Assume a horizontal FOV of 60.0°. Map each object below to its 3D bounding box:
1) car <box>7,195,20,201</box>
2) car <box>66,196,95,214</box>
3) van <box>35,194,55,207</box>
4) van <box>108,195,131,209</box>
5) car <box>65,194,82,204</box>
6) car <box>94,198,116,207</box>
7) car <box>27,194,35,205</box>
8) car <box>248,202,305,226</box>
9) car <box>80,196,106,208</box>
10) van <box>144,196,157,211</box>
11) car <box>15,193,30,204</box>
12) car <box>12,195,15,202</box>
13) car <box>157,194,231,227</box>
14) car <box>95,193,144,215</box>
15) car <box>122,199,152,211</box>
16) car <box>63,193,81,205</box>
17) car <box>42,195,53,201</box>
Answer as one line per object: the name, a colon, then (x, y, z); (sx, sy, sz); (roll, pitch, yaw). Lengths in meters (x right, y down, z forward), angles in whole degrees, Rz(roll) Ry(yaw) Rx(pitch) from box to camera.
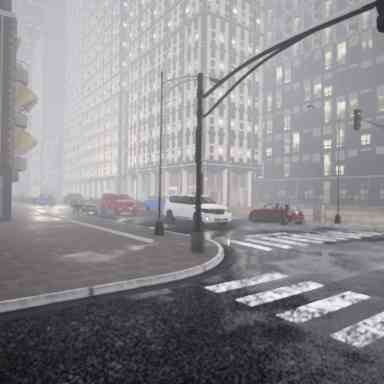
car: (-40.027, 1.370, 74.539); (2.008, 1.369, 4.403); (1, -1, -35)
car: (-10.662, 1.419, 33.041); (2.008, 1.369, 4.403); (1, -1, -35)
van: (-20.447, 1.189, 46.876); (1.690, 1.788, 3.998); (1, -1, -35)
van: (-10.344, 1.353, 47.105); (1.690, 1.788, 3.998); (1, -1, -35)
car: (-14.098, 1.393, 42.428); (2.128, 1.511, 4.902); (1, 0, -35)
car: (-13.611, 1.572, 51.713); (1.947, 1.339, 4.313); (1, -1, -35)
car: (-23.714, 1.424, 51.484); (1.802, 1.307, 4.206); (1, -1, -35)
car: (5.969, 1.490, 24.050); (1.967, 1.590, 4.097); (1, -1, -35)
car: (-14.468, 1.450, 48.361); (2.128, 1.511, 4.902); (1, -1, -35)
van: (-3.818, 1.367, 37.883); (1.690, 1.788, 3.998); (1, -1, -35)
car: (-30.236, 1.147, 60.708); (2.192, 1.841, 5.009); (1, -1, -35)
car: (-36.765, 1.389, 69.928); (1.947, 1.339, 4.313); (1, -1, -35)
car: (0.185, 1.160, 22.205); (2.150, 2.045, 5.566); (1, -1, -35)
car: (-7.185, 1.143, 32.621); (2.150, 2.045, 5.566); (1, -1, -35)
car: (-7.085, 1.570, 42.492); (2.008, 1.369, 4.403); (1, -1, -35)
car: (-20.246, 1.169, 56.444); (2.150, 2.045, 5.566); (1, -1, -35)
car: (-36.452, 1.556, 83.989); (1.802, 1.307, 4.206); (1, -1, -35)
